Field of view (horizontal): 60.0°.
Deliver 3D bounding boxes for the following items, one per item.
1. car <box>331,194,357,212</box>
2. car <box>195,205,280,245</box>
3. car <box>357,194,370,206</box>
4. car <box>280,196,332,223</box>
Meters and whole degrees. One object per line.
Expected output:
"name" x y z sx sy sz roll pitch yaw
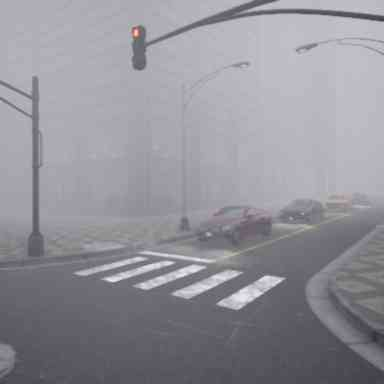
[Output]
"car" 13.669 0.960 31.036 1.882 1.535 5.008 -1 1 35
"car" 2.023 1.340 14.849 1.812 1.442 4.674 -1 1 36
"car" 19.676 0.884 39.326 1.994 1.385 4.181 -1 1 36
"car" 7.660 1.199 22.694 2.033 1.411 5.357 -1 1 36
